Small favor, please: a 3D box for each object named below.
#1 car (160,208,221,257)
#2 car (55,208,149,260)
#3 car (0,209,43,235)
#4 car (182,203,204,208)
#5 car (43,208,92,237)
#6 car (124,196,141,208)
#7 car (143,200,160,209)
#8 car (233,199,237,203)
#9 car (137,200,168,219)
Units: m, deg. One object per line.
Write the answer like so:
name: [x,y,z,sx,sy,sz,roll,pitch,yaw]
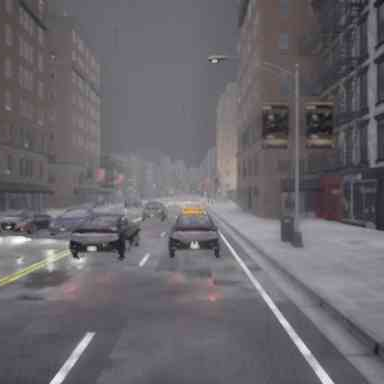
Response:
car: [0.097,1.598,13.398,2.128,1.511,4.902,0,0,0]
car: [-3.154,1.595,12.920,2.128,1.511,4.902,0,0,0]
car: [-9.852,1.722,19.844,1.994,1.385,4.181,0,0,0]
car: [0.093,1.720,30.584,1.882,1.535,5.008,0,0,0]
car: [-6.605,1.679,19.342,1.812,1.442,4.674,0,0,0]
car: [-9.816,1.668,55.443,2.150,2.045,5.566,0,-1,1]
car: [-6.565,1.988,54.864,2.033,1.411,5.357,0,0,1]
car: [12.384,2.264,83.190,4.313,1.339,1.947,0,0,0]
car: [-3.157,1.722,29.027,2.128,1.511,4.902,0,0,0]
